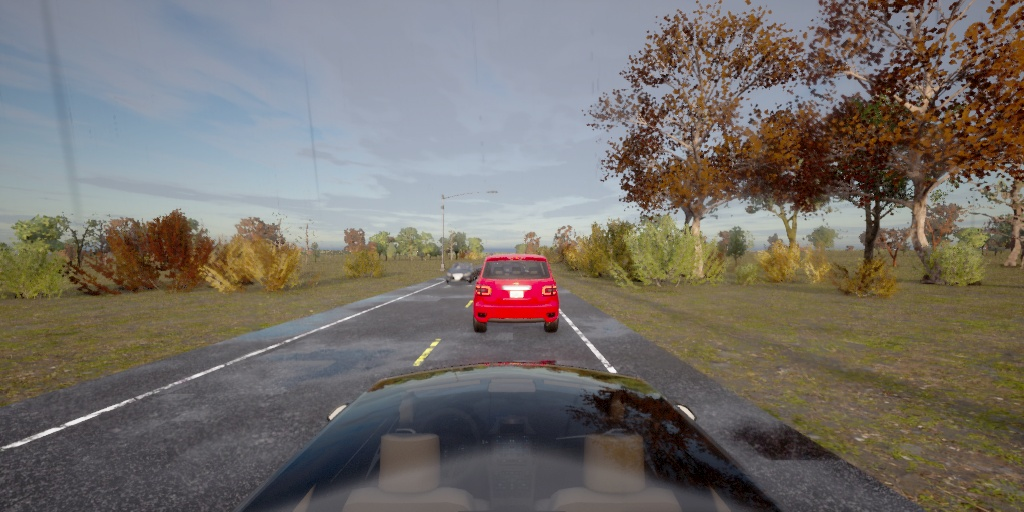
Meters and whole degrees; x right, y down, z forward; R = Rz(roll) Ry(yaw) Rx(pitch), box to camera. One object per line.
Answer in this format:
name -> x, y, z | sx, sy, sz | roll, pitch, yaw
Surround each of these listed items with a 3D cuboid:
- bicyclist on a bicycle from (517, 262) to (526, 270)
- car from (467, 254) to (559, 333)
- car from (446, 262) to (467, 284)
bicyclist on a bicycle -> 0.873, 1.109, 30.073 | 0.659, 1.776, 1.843 | 0, 0, 0
car -> 0.083, 0.968, 10.894 | 2.150, 2.045, 5.566 | 0, 0, -1
car -> -3.674, 1.232, 26.583 | 2.128, 1.511, 4.902 | 0, 0, 0
